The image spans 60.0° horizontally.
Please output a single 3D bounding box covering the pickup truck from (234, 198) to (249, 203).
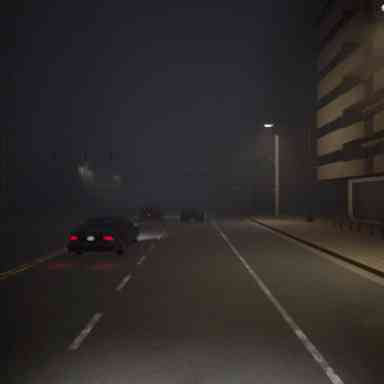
[{"bbox_3d":[13.121,1.884,87.898,2.390,2.098,6.274,0,-1,31],"label":"pickup truck"}]

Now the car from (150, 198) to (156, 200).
[{"bbox_3d":[-10.501,2.376,89.097,2.033,1.411,5.357,0,-1,0],"label":"car"}]

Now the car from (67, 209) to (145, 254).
[{"bbox_3d":[-3.499,1.680,13.992,2.033,1.411,5.357,0,-1,0],"label":"car"}]

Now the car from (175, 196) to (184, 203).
[{"bbox_3d":[-3.501,2.052,90.975,2.150,2.045,5.566,0,-1,0],"label":"car"}]

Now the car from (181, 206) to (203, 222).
[{"bbox_3d":[0.002,1.875,29.108,1.895,1.301,4.718,0,0,0],"label":"car"}]

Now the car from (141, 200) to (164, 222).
[{"bbox_3d":[-3.532,1.755,29.475,1.882,1.535,5.008,0,0,-1],"label":"car"}]

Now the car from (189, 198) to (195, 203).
[{"bbox_3d":[-0.001,2.366,90.942,2.033,1.411,5.357,0,-1,0],"label":"car"}]
